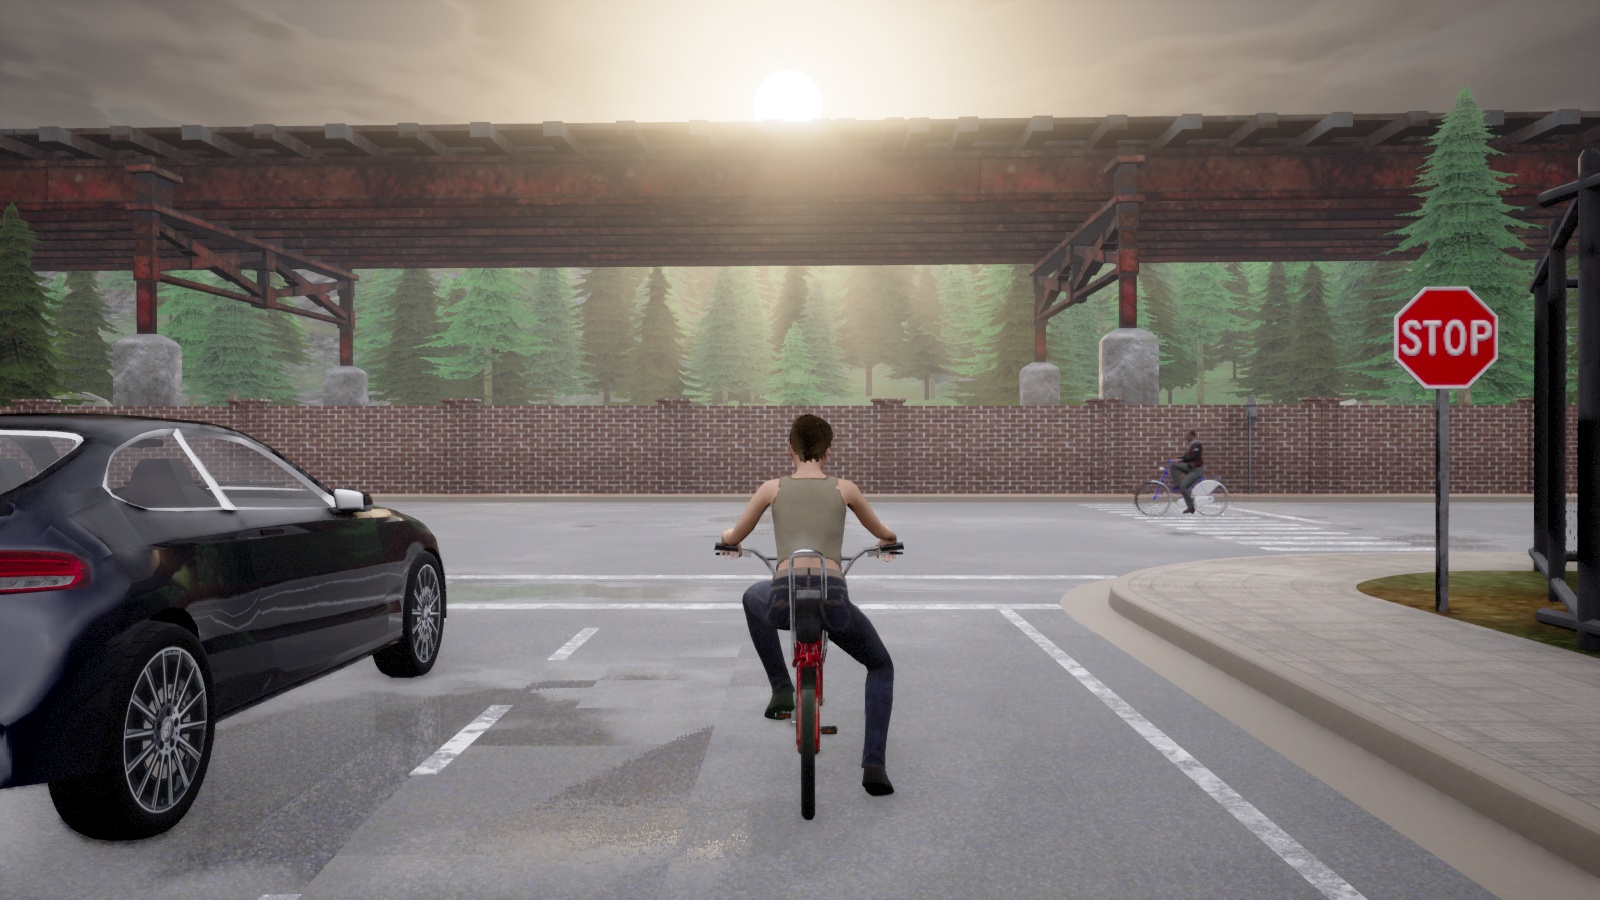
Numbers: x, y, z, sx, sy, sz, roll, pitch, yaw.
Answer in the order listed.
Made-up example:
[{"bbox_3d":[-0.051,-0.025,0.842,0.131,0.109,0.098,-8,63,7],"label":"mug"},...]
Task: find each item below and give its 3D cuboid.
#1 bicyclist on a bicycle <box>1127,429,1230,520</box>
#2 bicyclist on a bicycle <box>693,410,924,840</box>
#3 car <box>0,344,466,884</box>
[{"bbox_3d":[7.522,0.482,25.019,1.843,1.776,0.659,0,0,1],"label":"bicyclist on a bicycle"},{"bbox_3d":[0.039,0.652,5.464,0.866,1.612,1.509,0,0,1],"label":"bicyclist on a bicycle"},{"bbox_3d":[-3.448,0.486,6.353,2.152,1.651,5.027,0,0,0],"label":"car"}]
